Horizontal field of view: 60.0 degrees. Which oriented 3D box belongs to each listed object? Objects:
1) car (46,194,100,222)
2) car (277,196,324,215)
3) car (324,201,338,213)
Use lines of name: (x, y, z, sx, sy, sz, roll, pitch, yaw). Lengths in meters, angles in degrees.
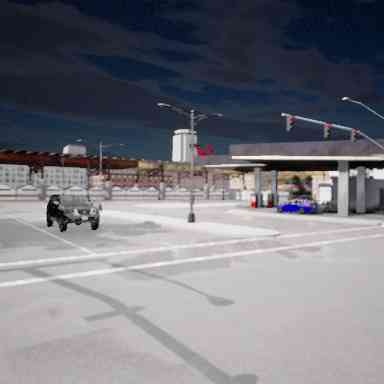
car: (-7.601, 1.121, 20.889, 2.150, 2.045, 5.566, 1, 0, -35)
car: (11.541, 1.562, 36.608, 2.242, 1.667, 4.611, 1, 0, -35)
car: (15.787, 1.773, 40.551, 1.970, 1.475, 3.806, 1, 0, -35)
